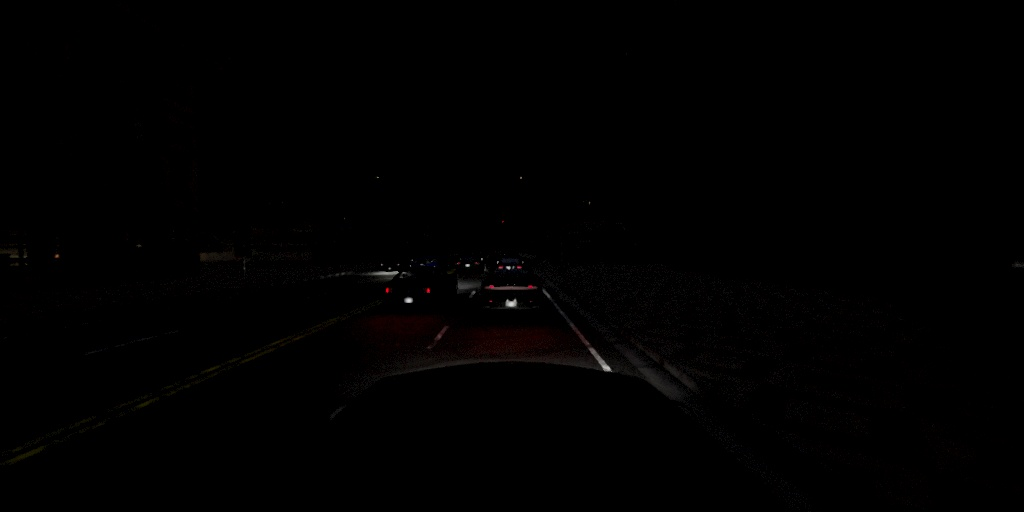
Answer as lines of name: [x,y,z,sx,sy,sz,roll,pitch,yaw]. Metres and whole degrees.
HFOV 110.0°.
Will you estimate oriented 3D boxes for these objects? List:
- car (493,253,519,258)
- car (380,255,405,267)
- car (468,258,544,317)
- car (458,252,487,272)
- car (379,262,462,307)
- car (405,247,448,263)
car: [-0.133,0.706,26.284,2.033,1.411,5.357,0,1,0]
car: [-10.015,0.573,32.015,2.033,1.411,5.357,0,1,0]
car: [-0.023,0.996,11.825,2.128,1.511,4.902,0,1,0]
car: [-3.383,0.651,29.301,1.994,1.385,4.181,0,1,0]
car: [-3.271,1.065,13.577,1.895,1.301,4.718,0,1,0]
car: [-6.766,0.305,29.620,2.150,2.045,5.566,0,1,0]
